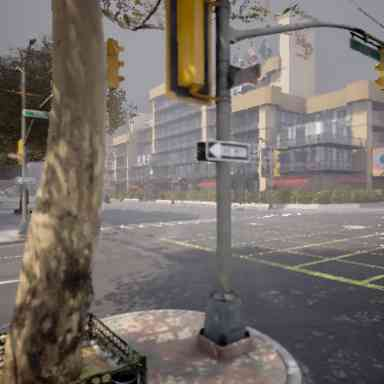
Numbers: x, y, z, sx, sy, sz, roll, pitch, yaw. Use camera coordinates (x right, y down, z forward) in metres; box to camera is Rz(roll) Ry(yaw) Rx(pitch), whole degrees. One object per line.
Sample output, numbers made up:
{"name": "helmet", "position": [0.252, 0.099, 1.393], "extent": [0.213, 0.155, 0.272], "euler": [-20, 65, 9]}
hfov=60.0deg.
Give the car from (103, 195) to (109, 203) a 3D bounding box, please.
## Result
{"name": "car", "position": [-17.673, 1.312, 64.218], "extent": [1.882, 1.535, 5.008], "euler": [-1, 0, -36]}
